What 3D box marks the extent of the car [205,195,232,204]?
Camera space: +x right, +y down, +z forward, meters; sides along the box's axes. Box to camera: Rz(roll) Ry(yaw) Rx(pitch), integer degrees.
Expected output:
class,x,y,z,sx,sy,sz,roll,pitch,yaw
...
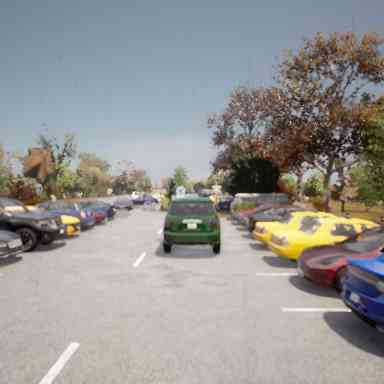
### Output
class,x,y,z,sx,sy,sz,roll,pitch,yaw
car,4.742,1.334,59.942,4.674,1.452,2.002,0,1,0

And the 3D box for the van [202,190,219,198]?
class,x,y,z,sx,sy,sz,roll,pitch,yaw
van,4.837,0.501,87.623,4.442,1.987,1.878,0,1,0

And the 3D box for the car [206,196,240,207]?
class,x,y,z,sx,sy,sz,roll,pitch,yaw
car,4.747,1.486,51.756,5.008,1.535,2.097,0,1,0

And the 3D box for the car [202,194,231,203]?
class,x,y,z,sx,sy,sz,roll,pitch,yaw
car,4.557,1.226,62.711,5.366,1.575,1.946,0,1,0

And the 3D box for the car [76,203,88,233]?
class,x,y,z,sx,sy,sz,roll,pitch,yaw
car,-8.046,1.464,16.224,5.008,1.535,2.097,0,0,0

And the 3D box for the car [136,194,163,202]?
class,x,y,z,sx,sy,sz,roll,pitch,yaw
car,-8.334,1.163,65.494,4.892,1.521,2.231,0,1,0

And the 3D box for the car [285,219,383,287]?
class,x,y,z,sx,sy,sz,roll,pitch,yaw
car,5.011,1.547,8.043,4.792,1.488,2.163,0,0,0

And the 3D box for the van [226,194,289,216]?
class,x,y,z,sx,sy,sz,roll,pitch,yaw
van,4.913,1.113,24.653,4.442,1.987,1.878,-1,1,0

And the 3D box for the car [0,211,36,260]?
class,x,y,z,sx,sy,sz,roll,pitch,yaw
car,-8.046,1.511,10.641,4.892,1.521,2.231,0,0,0

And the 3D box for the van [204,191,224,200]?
class,x,y,z,sx,sy,sz,roll,pitch,yaw
van,4.849,0.742,73.906,4.442,1.987,1.878,0,1,0

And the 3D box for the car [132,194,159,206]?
class,x,y,z,sx,sy,sz,roll,pitch,yaw
car,-8.360,1.453,54.392,4.792,1.488,2.163,0,1,0

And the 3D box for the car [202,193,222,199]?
class,x,y,z,sx,sy,sz,roll,pitch,yaw
car,4.757,0.888,79.320,4.792,1.488,2.163,0,1,0

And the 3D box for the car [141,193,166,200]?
class,x,y,z,sx,sy,sz,roll,pitch,yaw
car,-8.533,0.963,73.940,5.366,1.575,1.946,0,1,0

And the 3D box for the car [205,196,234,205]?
class,x,y,z,sx,sy,sz,roll,pitch,yaw
car,4.718,1.388,57.173,4.792,1.488,2.163,0,1,0

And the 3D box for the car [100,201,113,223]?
class,x,y,z,sx,sy,sz,roll,pitch,yaw
car,-8.011,1.412,21.790,4.792,1.488,2.163,0,1,0

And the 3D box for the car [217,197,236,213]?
class,x,y,z,sx,sy,sz,roll,pitch,yaw
car,3.947,1.396,37.341,1.882,1.535,5.008,0,0,9

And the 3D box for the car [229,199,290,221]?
class,x,y,z,sx,sy,sz,roll,pitch,yaw
car,5.042,1.420,21.984,4.674,1.452,2.002,0,1,0

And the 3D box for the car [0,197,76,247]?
class,x,y,z,sx,sy,sz,roll,pitch,yaw
car,-8.012,1.240,13.429,5.566,2.045,2.435,0,0,0

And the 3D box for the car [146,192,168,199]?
class,x,y,z,sx,sy,sz,roll,pitch,yaw
car,-8.358,0.858,79.360,4.892,1.521,2.231,0,1,0

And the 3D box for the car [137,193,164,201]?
class,x,y,z,sx,sy,sz,roll,pitch,yaw
car,-8.528,1.094,68.268,5.366,1.575,1.946,0,1,0

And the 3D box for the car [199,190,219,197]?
class,x,y,z,sx,sy,sz,roll,pitch,yaw
car,4.688,0.393,93.162,5.566,2.045,2.435,0,1,0

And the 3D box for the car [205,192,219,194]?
class,x,y,z,sx,sy,sz,roll,pitch,yaw
car,4.781,1.295,54.524,4.553,1.767,2.185,0,1,0

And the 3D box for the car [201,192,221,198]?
class,x,y,z,sx,sy,sz,roll,pitch,yaw
car,4.728,0.767,84.857,5.008,1.535,2.097,0,1,0

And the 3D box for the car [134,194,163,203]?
class,x,y,z,sx,sy,sz,roll,pitch,yaw
car,-8.152,1.224,62.718,5.366,1.575,1.946,0,1,0

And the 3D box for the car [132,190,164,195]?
class,x,y,z,sx,sy,sz,roll,pitch,yaw
car,-8.307,1.041,59.936,5.566,2.045,2.435,0,1,0

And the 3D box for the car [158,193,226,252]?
class,x,y,z,sx,sy,sz,roll,pitch,yaw
car,0.001,1.222,14.058,2.150,2.045,5.566,0,1,0

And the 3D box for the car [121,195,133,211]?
class,x,y,z,sx,sy,sz,roll,pitch,yaw
car,-7.799,1.361,37.079,1.812,1.442,4.674,0,-1,-12

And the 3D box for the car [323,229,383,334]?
class,x,y,z,sx,sy,sz,roll,pitch,yaw
car,5.035,1.513,5.252,5.008,1.535,2.097,0,0,0

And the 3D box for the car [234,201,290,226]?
class,x,y,z,sx,sy,sz,roll,pitch,yaw
car,5.042,1.464,19.199,4.674,1.452,2.002,0,1,0

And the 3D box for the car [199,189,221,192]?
class,x,y,z,sx,sy,sz,roll,pitch,yaw
car,4.766,0.847,68.243,5.566,2.045,2.435,0,1,0

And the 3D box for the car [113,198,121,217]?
class,x,y,z,sx,sy,sz,roll,pitch,yaw
car,-8.070,1.367,24.573,4.792,1.488,2.163,0,1,0

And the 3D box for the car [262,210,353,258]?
class,x,y,z,sx,sy,sz,roll,pitch,yaw
car,5.225,1.507,10.699,5.366,1.575,1.946,0,0,0

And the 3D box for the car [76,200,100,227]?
class,x,y,z,sx,sy,sz,roll,pitch,yaw
car,-8.009,1.301,19.002,4.553,1.767,2.185,0,1,0

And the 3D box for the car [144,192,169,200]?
class,x,y,z,sx,sy,sz,roll,pitch,yaw
car,-8.164,0.907,76.593,5.366,1.575,1.946,0,1,0

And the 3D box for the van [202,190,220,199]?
class,x,y,z,sx,sy,sz,roll,pitch,yaw
van,4.617,0.586,82.068,4.442,1.987,1.878,0,1,0

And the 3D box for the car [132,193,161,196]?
class,x,y,z,sx,sy,sz,roll,pitch,yaw
car,-8.327,1.358,57.167,5.008,1.535,2.097,0,1,0

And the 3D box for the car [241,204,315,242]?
class,x,y,z,sx,sy,sz,roll,pitch,yaw
car,5.068,1.493,16.287,4.792,1.488,2.163,0,1,0
